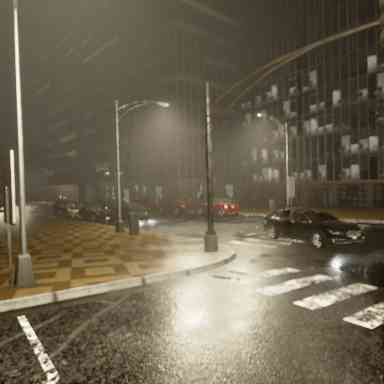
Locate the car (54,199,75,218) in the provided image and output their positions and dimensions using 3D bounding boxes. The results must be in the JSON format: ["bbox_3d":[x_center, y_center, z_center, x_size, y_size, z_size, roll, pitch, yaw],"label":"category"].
[{"bbox_3d":[-11.699,1.609,31.915,1.967,1.590,4.097,-3,1,-41],"label":"car"}]

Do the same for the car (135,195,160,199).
[{"bbox_3d":[-5.330,1.223,37.358,2.192,1.841,5.009,-3,1,-41],"label":"car"}]

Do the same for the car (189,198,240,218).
[{"bbox_3d":[2.075,1.272,28.824,1.967,1.590,4.097,-3,1,-41],"label":"car"}]

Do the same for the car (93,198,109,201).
[{"bbox_3d":[-12.720,1.548,45.906,1.947,1.339,4.313,-3,1,-41],"label":"car"}]

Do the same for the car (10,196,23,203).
[{"bbox_3d":[-42.314,1.821,80.068,1.887,1.381,4.507,-3,1,-41],"label":"car"}]

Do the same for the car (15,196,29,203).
[{"bbox_3d":[-38.615,1.807,75.798,1.947,1.339,4.313,-3,1,-41],"label":"car"}]

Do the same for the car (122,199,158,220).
[{"bbox_3d":[-5.154,1.606,28.332,1.994,1.385,4.181,-2,1,-41],"label":"car"}]

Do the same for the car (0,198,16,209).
[{"bbox_3d":[-30.160,1.938,53.241,1.802,1.307,4.206,-3,1,-41],"label":"car"}]

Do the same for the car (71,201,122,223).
[{"bbox_3d":[-8.002,1.697,27.653,1.947,1.339,4.313,-3,1,-41],"label":"car"}]

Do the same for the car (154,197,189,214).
[{"bbox_3d":[-1.621,1.452,33.095,1.802,1.307,4.206,-3,1,-41],"label":"car"}]

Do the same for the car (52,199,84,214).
[{"bbox_3d":[-14.827,1.617,39.519,1.882,1.535,5.008,-2,1,-41],"label":"car"}]

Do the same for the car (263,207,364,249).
[{"bbox_3d":[5.095,1.465,14.624,1.837,1.490,4.892,-1,0,-24],"label":"car"}]
